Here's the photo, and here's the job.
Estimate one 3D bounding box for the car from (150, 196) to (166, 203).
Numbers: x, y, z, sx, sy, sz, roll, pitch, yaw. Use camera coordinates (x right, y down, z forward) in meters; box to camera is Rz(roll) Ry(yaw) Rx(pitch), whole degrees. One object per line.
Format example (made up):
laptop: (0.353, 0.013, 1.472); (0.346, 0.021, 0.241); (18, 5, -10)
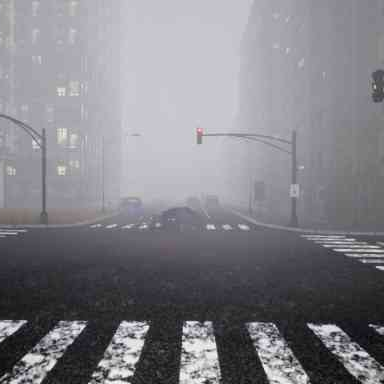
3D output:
car: (-5.643, 1.543, 52.638); (1.752, 1.417, 4.829); (0, 0, 0)

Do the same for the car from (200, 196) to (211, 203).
car: (2.752, 1.580, 69.454); (2.008, 1.369, 4.403); (0, 0, 0)

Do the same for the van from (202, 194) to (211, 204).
van: (2.747, 1.366, 63.904); (1.690, 1.788, 3.998); (0, 0, 0)

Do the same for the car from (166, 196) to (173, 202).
car: (-5.629, 1.469, 69.461); (1.967, 1.590, 4.097); (0, 0, 0)

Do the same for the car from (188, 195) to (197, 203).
car: (0.151, 1.508, 70.372); (1.882, 1.535, 5.008); (0, 0, 0)

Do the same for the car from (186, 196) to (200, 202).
car: (0.146, 1.370, 51.141); (2.097, 1.767, 4.553); (0, 0, 0)

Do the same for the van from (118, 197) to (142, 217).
van: (-5.663, 1.347, 30.604); (1.690, 1.788, 3.998); (0, 0, 0)

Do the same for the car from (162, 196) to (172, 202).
car: (-5.624, 1.559, 74.841); (1.752, 1.417, 4.829); (0, 0, 0)

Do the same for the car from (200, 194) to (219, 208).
car: (2.732, 1.330, 47.251); (2.192, 1.841, 5.009); (0, 0, 0)

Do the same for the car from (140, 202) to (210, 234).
car: (-0.809, 1.527, 19.243); (1.812, 1.442, 4.674); (2, 0, 24)

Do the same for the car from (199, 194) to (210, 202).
car: (2.756, 1.349, 75.005); (2.192, 1.841, 5.009); (0, 0, 0)

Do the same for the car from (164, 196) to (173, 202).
car: (-5.619, 1.590, 80.563); (2.008, 1.369, 4.403); (0, 0, 0)
